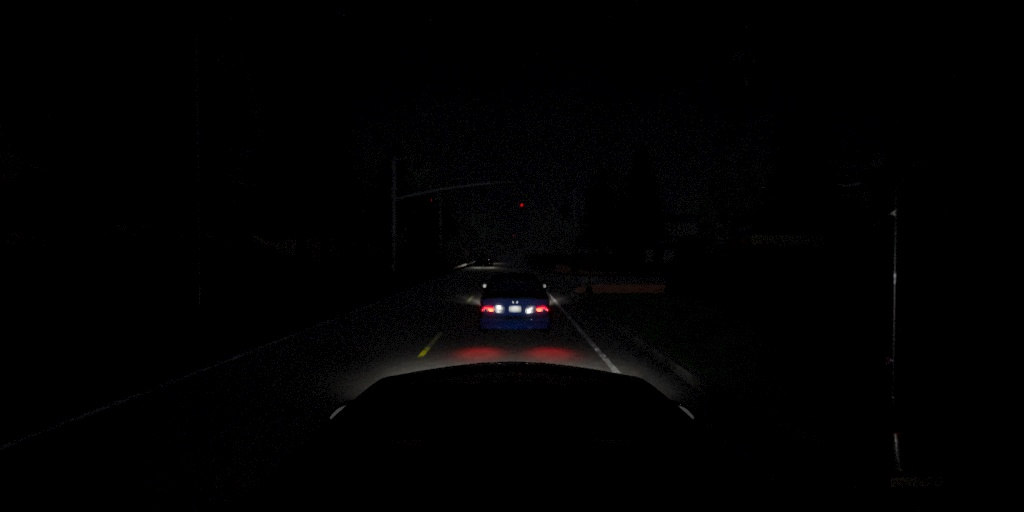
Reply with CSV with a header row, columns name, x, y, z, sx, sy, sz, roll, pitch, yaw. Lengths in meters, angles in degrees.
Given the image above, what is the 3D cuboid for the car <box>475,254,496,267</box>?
name,x,y,z,sx,sy,sz,roll,pitch,yaw
car,-3.613,0.478,46.992,2.097,1.767,4.553,0,1,0

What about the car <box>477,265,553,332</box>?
name,x,y,z,sx,sy,sz,roll,pitch,yaw
car,0.075,1.178,10.388,2.033,1.411,5.357,0,1,0
